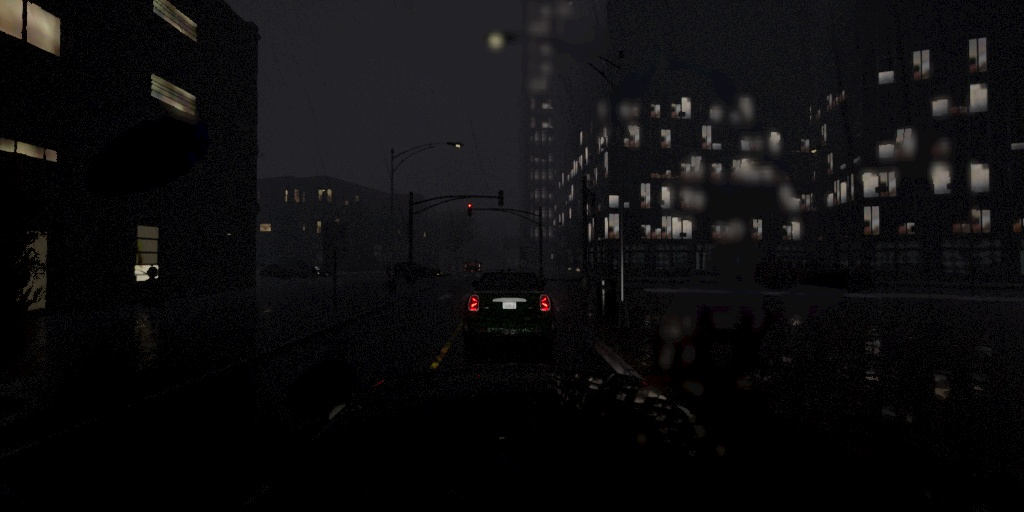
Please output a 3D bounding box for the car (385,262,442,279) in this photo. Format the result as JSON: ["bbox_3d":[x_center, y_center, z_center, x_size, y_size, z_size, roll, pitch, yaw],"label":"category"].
[{"bbox_3d":[-8.675,1.273,31.823,4.892,1.490,1.837,0,-1,0],"label":"car"}]

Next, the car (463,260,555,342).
[{"bbox_3d":[-0.089,1.103,9.971,2.097,1.767,4.553,0,0,-1],"label":"car"}]

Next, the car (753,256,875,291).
[{"bbox_3d":[16.019,0.927,19.361,5.009,1.841,2.192,0,0,19],"label":"car"}]

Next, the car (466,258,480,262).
[{"bbox_3d":[-4.730,1.105,42.718,2.097,1.767,4.553,0,0,-5],"label":"car"}]

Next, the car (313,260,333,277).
[{"bbox_3d":[-19.288,1.141,33.989,4.553,1.767,2.097,0,-1,19],"label":"car"}]

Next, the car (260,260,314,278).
[{"bbox_3d":[-20.171,1.315,31.669,4.313,1.339,1.948,0,0,19],"label":"car"}]
